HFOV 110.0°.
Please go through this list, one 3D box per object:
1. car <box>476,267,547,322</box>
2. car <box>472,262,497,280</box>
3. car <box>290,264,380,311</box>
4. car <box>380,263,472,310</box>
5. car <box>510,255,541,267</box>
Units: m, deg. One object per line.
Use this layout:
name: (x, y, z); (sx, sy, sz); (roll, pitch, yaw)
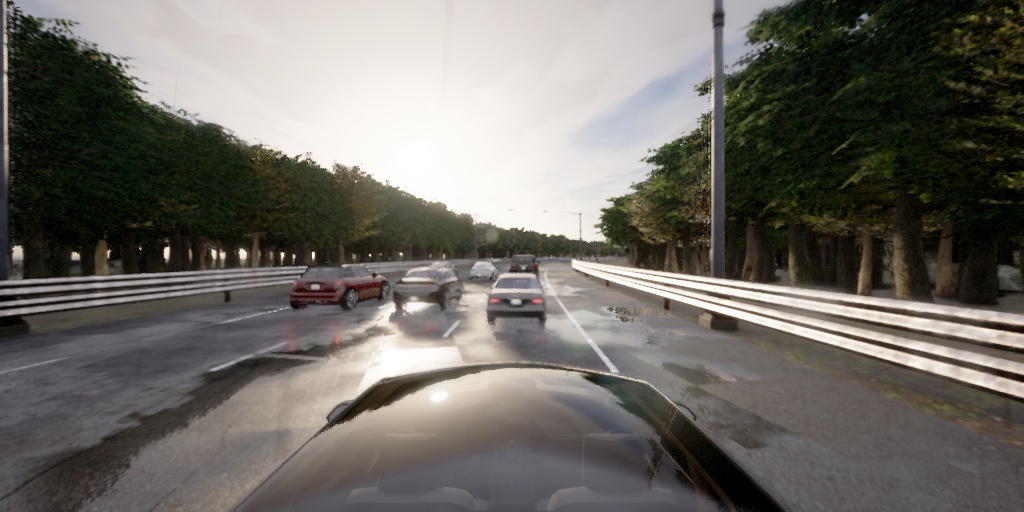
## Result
car: (0.211, 1.280, 12.199); (2.033, 1.411, 5.357); (0, 0, 2)
car: (-2.320, 1.237, 29.955); (1.812, 1.442, 4.674); (0, 0, 5)
car: (-6.684, 1.082, 14.487); (2.097, 1.767, 4.553); (0, 0, 3)
car: (-3.186, 1.221, 14.451); (2.128, 1.511, 4.902); (0, 0, 3)
car: (1.021, 0.935, 27.975); (2.150, 2.045, 5.566); (0, 0, 5)
